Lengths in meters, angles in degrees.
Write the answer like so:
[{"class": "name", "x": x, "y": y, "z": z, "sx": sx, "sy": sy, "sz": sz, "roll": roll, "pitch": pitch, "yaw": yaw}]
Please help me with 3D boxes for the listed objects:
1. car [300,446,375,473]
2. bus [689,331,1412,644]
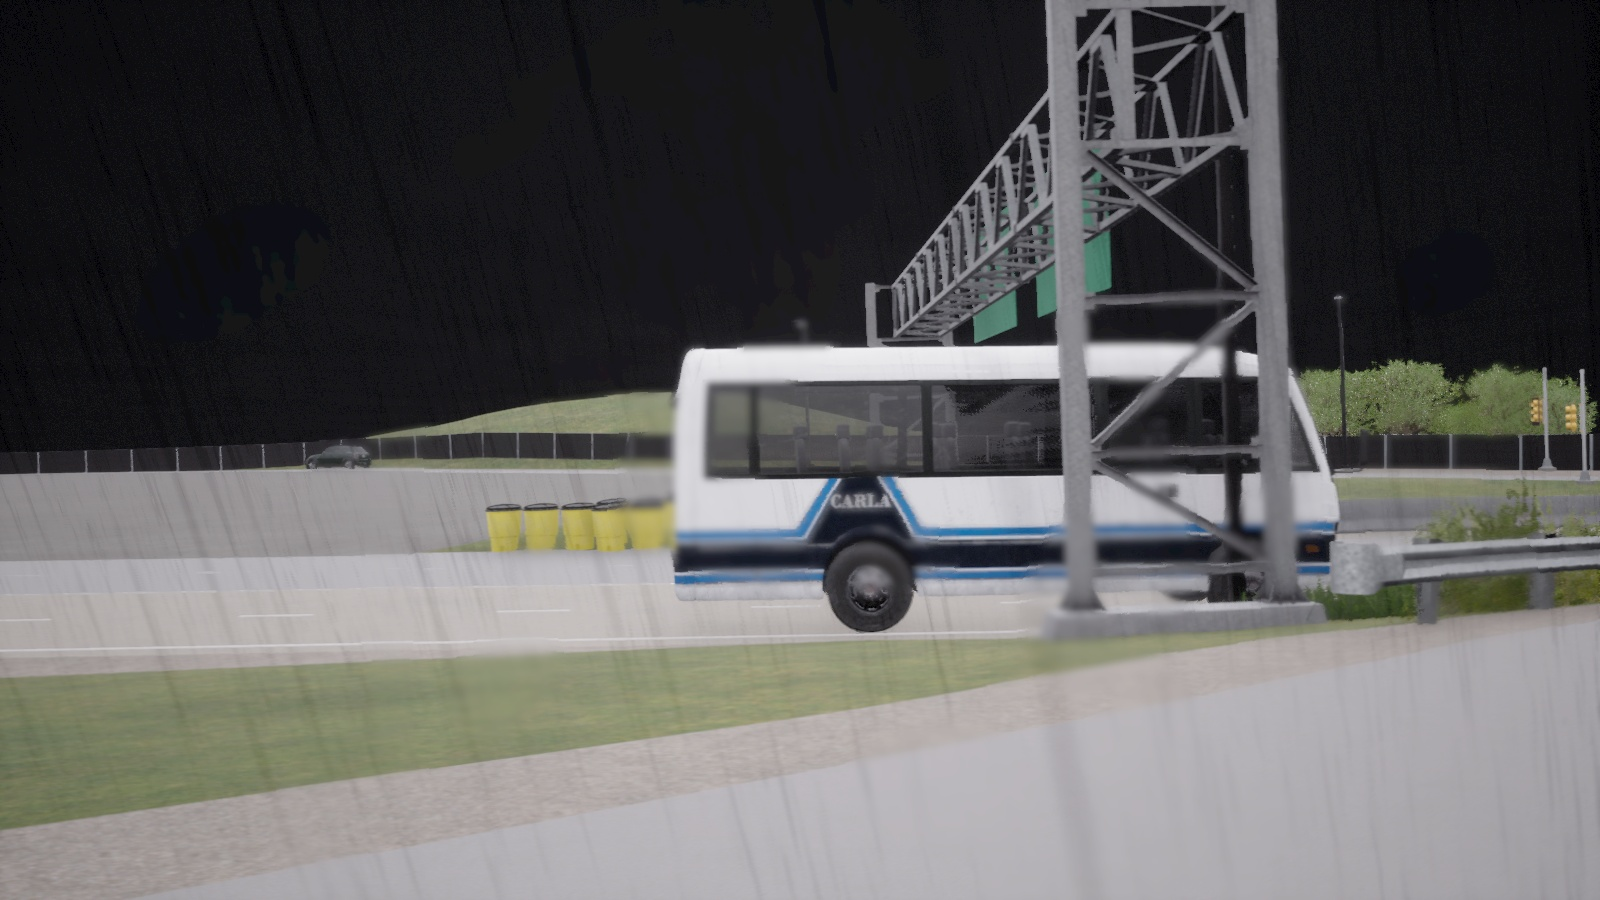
[{"class": "car", "x": -32.701, "y": 0.684, "z": 88.866, "sx": 4.553, "sy": 1.767, "sz": 2.097, "roll": -1, "pitch": 1, "yaw": 14}, {"class": "bus", "x": 3.527, "y": 0.493, "z": 19.753, "sx": 10.273, "sy": 4.253, "sz": 3.944, "roll": -1, "pitch": 1, "yaw": -2}]
